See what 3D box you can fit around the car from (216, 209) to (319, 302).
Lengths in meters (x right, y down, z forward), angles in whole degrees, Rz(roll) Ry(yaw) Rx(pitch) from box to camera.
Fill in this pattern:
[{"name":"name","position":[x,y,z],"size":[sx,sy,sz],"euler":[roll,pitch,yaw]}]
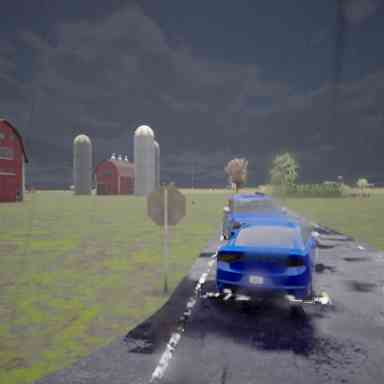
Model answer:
[{"name":"car","position":[2.087,1.433,8.385],"size":[1.882,1.535,5.008],"euler":[-1,0,22]}]

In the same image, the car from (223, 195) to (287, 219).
[{"name":"car","position":[2.438,1.154,13.535],"size":[2.150,2.045,5.566],"euler":[0,0,2]}]

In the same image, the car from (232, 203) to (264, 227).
[{"name":"car","position":[3.808,1.489,22.720],"size":[1.895,1.301,4.718],"euler":[0,0,9]}]

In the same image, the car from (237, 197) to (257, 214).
[{"name":"car","position":[5.596,1.333,34.033],"size":[1.837,1.490,4.892],"euler":[0,0,9]}]
